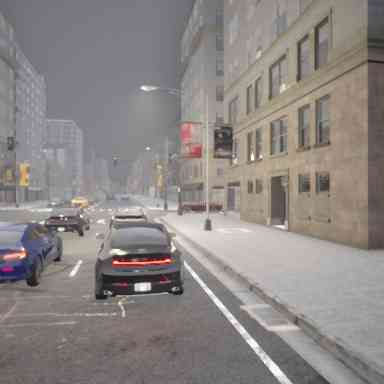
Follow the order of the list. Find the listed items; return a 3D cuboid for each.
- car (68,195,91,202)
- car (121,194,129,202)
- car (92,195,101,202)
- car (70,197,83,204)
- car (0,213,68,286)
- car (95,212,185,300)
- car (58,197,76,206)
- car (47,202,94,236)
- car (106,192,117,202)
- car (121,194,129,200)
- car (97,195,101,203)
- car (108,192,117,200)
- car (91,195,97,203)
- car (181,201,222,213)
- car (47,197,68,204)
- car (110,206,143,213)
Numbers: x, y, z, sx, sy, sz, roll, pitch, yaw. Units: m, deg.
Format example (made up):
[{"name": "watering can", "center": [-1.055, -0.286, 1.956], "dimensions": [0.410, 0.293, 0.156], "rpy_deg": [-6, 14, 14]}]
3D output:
[{"name": "car", "center": [-16.473, 1.495, 48.966], "dimensions": [1.882, 1.535, 5.008], "rpy_deg": [0, 0, -11]}, {"name": "car", "center": [-15.757, 1.493, 78.397], "dimensions": [1.882, 1.535, 5.008], "rpy_deg": [0, 0, -12]}, {"name": "car", "center": [-22.215, 1.495, 77.535], "dimensions": [1.837, 1.490, 4.892], "rpy_deg": [0, 0, -12]}, {"name": "car", "center": [-23.501, 1.615, 67.587], "dimensions": [1.895, 1.301, 4.718], "rpy_deg": [0, 0, -12]}, {"name": "car", "center": [-4.815, 1.527, 9.070], "dimensions": [1.812, 1.442, 4.674], "rpy_deg": [0, 0, -12]}, {"name": "car", "center": [-1.390, 1.506, 8.515], "dimensions": [1.837, 1.490, 4.892], "rpy_deg": [0, 0, -11]}, {"name": "car", "center": [-21.556, 1.567, 57.749], "dimensions": [2.033, 1.411, 5.357], "rpy_deg": [0, 0, -11]}, {"name": "car", "center": [-6.646, 1.509, 18.033], "dimensions": [1.837, 1.490, 4.892], "rpy_deg": [0, 0, -12]}, {"name": "car", "center": [-18.947, 1.241, 77.776], "dimensions": [2.150, 2.045, 5.566], "rpy_deg": [0, 0, -12]}, {"name": "car", "center": [-17.842, 1.387, 88.606], "dimensions": [1.837, 1.490, 4.892], "rpy_deg": [0, 0, -12]}, {"name": "car", "center": [-20.198, 1.573, 67.655], "dimensions": [1.994, 1.385, 4.181], "rpy_deg": [0, 0, -12]}, {"name": "car", "center": [-21.032, 1.113, 87.986], "dimensions": [2.150, 2.045, 5.566], "rpy_deg": [0, 0, -12]}, {"name": "car", "center": [-18.295, 1.371, 58.049], "dimensions": [2.097, 1.767, 4.553], "rpy_deg": [0, 0, -12]}, {"name": "car", "center": [0.907, 1.650, 37.472], "dimensions": [4.718, 1.301, 1.895], "rpy_deg": [0, 0, -8]}, {"name": "car", "center": [-19.683, 1.509, 48.184], "dimensions": [2.128, 1.511, 4.902], "rpy_deg": [0, 0, -15]}, {"name": "car", "center": [-3.351, 1.495, 17.632], "dimensions": [2.128, 1.511, 4.902], "rpy_deg": [0, 0, -12]}]
